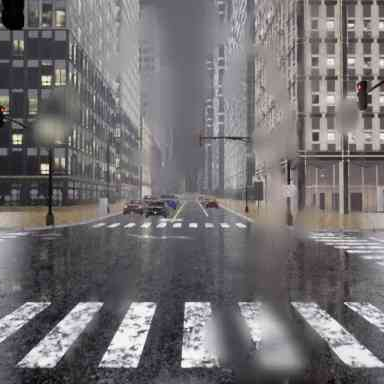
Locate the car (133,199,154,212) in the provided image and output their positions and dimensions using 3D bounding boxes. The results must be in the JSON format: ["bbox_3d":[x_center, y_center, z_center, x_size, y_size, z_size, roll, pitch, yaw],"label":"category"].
[{"bbox_3d":[-5.696,1.597,39.321,1.802,1.307,4.206,1,0,0],"label":"car"}]

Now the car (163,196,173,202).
[{"bbox_3d":[-5.714,1.581,78.347,2.008,1.369,4.403,1,0,0],"label":"car"}]

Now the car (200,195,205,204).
[{"bbox_3d":[2.677,1.547,56.287,1.752,1.417,4.829,1,0,0],"label":"car"}]

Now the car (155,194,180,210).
[{"bbox_3d":[-3.119,1.235,43.188,2.150,2.045,5.566,0,0,0],"label":"car"}]

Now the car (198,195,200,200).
[{"bbox_3d":[2.674,1.590,61.695,1.947,1.339,4.313,1,0,0],"label":"car"}]

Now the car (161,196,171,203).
[{"bbox_3d":[-5.712,1.573,72.771,1.887,1.381,4.507,1,0,0],"label":"car"}]

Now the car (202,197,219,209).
[{"bbox_3d":[2.681,1.599,44.962,1.802,1.307,4.206,1,0,0],"label":"car"}]

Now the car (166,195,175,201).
[{"bbox_3d":[-5.720,1.586,89.497,2.008,1.369,4.403,1,0,0],"label":"car"}]

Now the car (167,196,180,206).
[{"bbox_3d":[-3.099,1.523,56.269,1.837,1.490,4.892,0,1,0],"label":"car"}]

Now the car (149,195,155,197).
[{"bbox_3d":[-5.693,1.332,44.896,2.192,1.841,5.009,1,0,0],"label":"car"}]

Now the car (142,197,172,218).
[{"bbox_3d":[-3.115,1.516,30.429,1.837,1.490,4.892,0,0,0],"label":"car"}]

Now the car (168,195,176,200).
[{"bbox_3d":[-5.723,1.604,95.072,1.947,1.339,4.313,1,0,0],"label":"car"}]

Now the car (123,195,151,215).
[{"bbox_3d":[-5.690,1.453,33.745,1.967,1.590,4.097,1,0,0],"label":"car"}]
